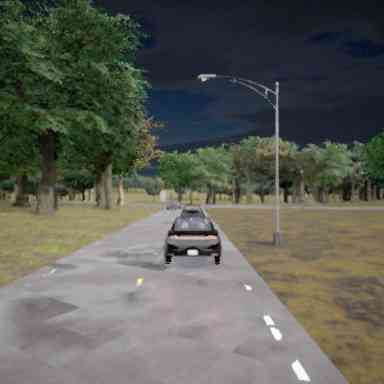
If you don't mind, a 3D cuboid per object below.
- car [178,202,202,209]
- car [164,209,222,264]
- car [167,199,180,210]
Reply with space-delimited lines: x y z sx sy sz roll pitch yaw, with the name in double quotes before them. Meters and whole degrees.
"car" 0.045 1.776 27.360 1.837 1.490 4.892 0 0 0
"car" 0.044 1.612 12.327 2.128 1.511 4.902 0 -1 1
"car" -2.796 1.957 52.248 2.097 1.767 4.553 0 -1 0
